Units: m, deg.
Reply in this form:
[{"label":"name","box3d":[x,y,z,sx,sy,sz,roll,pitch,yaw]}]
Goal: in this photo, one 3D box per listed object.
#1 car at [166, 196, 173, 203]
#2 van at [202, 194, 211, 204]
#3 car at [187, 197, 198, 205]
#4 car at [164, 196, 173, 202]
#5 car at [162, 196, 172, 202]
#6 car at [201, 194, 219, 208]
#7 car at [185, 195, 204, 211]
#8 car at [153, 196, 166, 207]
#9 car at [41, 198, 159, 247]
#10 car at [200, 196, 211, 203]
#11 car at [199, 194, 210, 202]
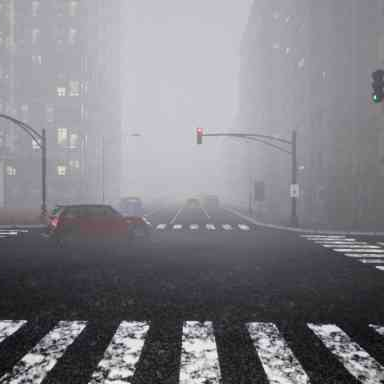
[{"label":"car","box3d":[-5.629,1.469,69.461,1.967,1.590,4.097,0,0,0]},{"label":"van","box3d":[2.747,1.366,63.904,1.690,1.788,3.998,0,0,0]},{"label":"car","box3d":[0.084,1.625,62.628,1.895,1.301,4.718,0,0,1]},{"label":"car","box3d":[-5.619,1.590,80.563,2.008,1.369,4.403,0,0,0]},{"label":"car","box3d":[-5.624,1.559,74.841,1.752,1.417,4.829,0,0,0]},{"label":"car","box3d":[2.732,1.330,47.251,2.192,1.841,5.009,0,0,0]},{"label":"car","box3d":[0.139,1.488,40.651,1.882,1.535,5.008,0,0,0]},{"label":"car","box3d":[-5.643,1.543,52.638,1.752,1.417,4.829,0,0,0]},{"label":"car","box3d":[-4.121,1.299,14.788,4.553,1.767,2.097,1,0,-34]},{"label":"car","box3d":[2.752,1.580,69.454,2.008,1.369,4.403,0,0,0]},{"label":"car","box3d":[2.756,1.349,75.005,2.192,1.841,5.009,0,0,0]}]
